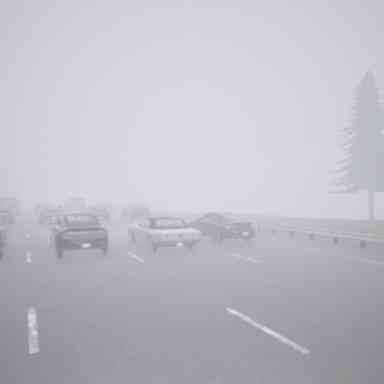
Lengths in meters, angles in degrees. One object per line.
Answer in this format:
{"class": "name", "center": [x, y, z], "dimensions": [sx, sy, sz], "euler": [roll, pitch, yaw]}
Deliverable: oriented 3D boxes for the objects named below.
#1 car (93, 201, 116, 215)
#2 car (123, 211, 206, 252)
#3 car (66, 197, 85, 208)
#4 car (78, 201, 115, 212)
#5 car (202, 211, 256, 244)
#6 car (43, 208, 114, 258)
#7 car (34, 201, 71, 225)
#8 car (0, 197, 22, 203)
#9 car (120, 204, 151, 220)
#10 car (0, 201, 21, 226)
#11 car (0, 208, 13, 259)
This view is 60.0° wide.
{"class": "car", "center": [-11.149, 1.950, 42.136], "dimensions": [1.837, 1.490, 4.892], "euler": [0, 0, -27]}
{"class": "car", "center": [-1.449, 1.764, 14.924], "dimensions": [1.895, 1.301, 4.718], "euler": [0, -1, -26]}
{"class": "car", "center": [-14.217, 1.641, 40.447], "dimensions": [2.150, 2.045, 5.566], "euler": [0, -1, -27]}
{"class": "car", "center": [-8.265, 1.807, 28.571], "dimensions": [1.837, 1.490, 4.892], "euler": [0, 0, -26]}
{"class": "car", "center": [1.402, 1.714, 17.065], "dimensions": [1.812, 1.442, 4.674], "euler": [0, 0, -26]}
{"class": "car", "center": [-4.687, 1.635, 13.584], "dimensions": [2.128, 1.511, 4.902], "euler": [0, -1, -26]}
{"class": "car", "center": [-11.392, 1.769, 26.999], "dimensions": [2.128, 1.511, 4.902], "euler": [0, -1, -26]}
{"class": "car", "center": [-20.492, 1.594, 37.347], "dimensions": [2.150, 2.045, 5.566], "euler": [0, -1, -27]}
{"class": "car", "center": [-5.130, 1.830, 30.127], "dimensions": [1.837, 1.490, 4.892], "euler": [0, 0, -26]}
{"class": "car", "center": [-14.524, 1.745, 25.438], "dimensions": [2.128, 1.511, 4.902], "euler": [0, -1, -26]}
{"class": "car", "center": [-8.150, 1.603, 12.699], "dimensions": [1.882, 1.535, 5.008], "euler": [0, 0, -26]}
